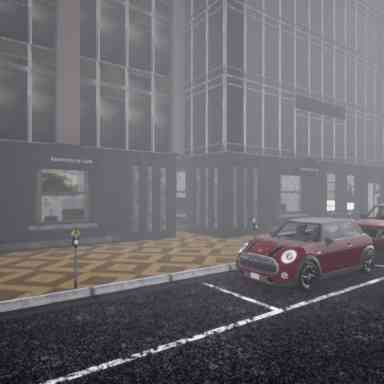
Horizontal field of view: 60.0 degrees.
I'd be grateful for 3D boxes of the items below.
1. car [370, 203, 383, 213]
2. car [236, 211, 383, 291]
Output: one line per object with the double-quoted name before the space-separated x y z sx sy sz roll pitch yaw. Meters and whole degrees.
"car" 7.618 1.310 12.164 5.009 1.841 2.192 0 0 -35
"car" 3.091 1.439 8.938 4.097 1.590 1.967 0 0 -35
